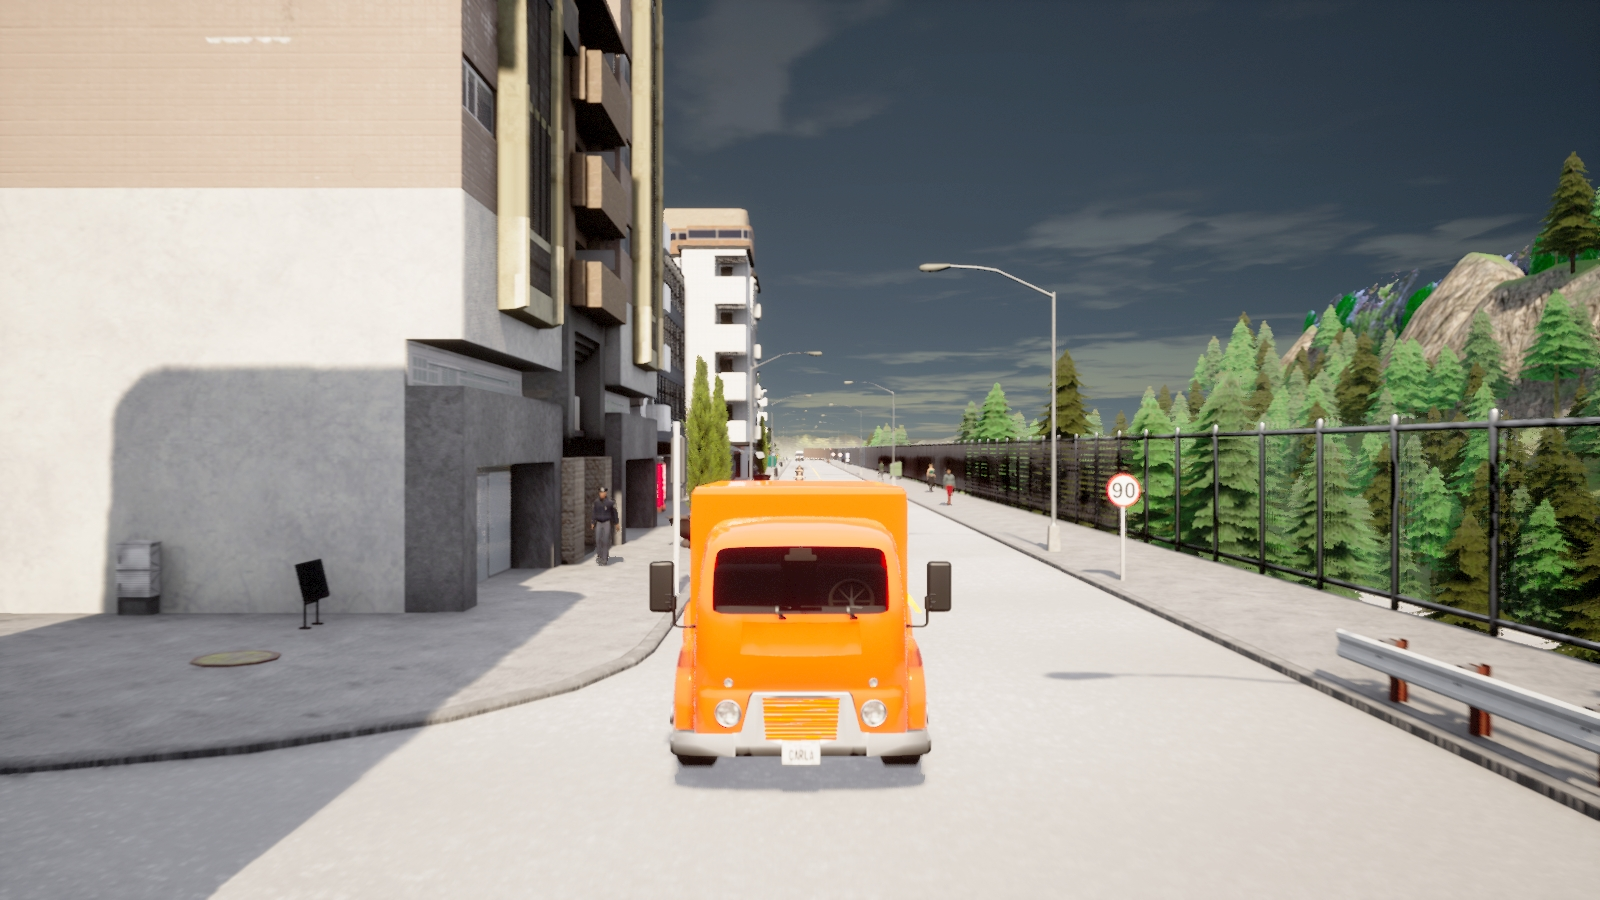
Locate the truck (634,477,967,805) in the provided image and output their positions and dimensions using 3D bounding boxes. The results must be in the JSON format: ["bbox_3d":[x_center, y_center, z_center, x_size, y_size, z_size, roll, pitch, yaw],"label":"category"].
[{"bbox_3d":[-0.018,1.569,11.618,2.627,2.467,5.204,0,0,-1],"label":"truck"}]

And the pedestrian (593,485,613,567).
[{"bbox_3d":[-4.545,1.747,26.379,0.375,1.860,0.375,0,0,3],"label":"pedestrian"}]

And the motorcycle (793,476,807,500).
[{"bbox_3d":[-0.017,2.155,65.363,0.764,1.307,2.356,0,0,0],"label":"motorcycle"}]

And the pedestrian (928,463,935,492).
[{"bbox_3d":[8.295,1.745,72.194,0.375,1.860,0.375,0,0,-3],"label":"pedestrian"}]

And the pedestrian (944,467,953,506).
[{"bbox_3d":[7.137,1.745,54.810,0.375,1.860,0.375,0,0,-2],"label":"pedestrian"}]
